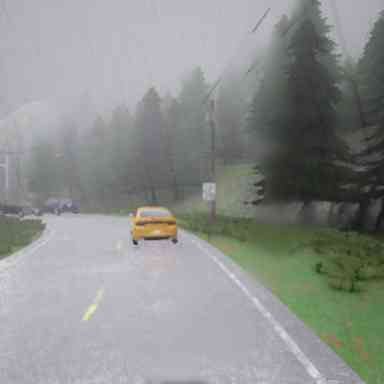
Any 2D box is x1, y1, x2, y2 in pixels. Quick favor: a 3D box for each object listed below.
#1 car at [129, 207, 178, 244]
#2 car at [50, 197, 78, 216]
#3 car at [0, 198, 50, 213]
[{"bbox_3d":[-1.873,1.413,15.547,1.882,1.535,5.008,0,0,-11],"label":"car"},{"bbox_3d":[-13.126,1.292,32.187,4.553,1.767,2.097,0,1,36],"label":"car"},{"bbox_3d":[-15.468,1.472,29.976,4.902,1.511,2.128,0,0,32],"label":"car"}]
